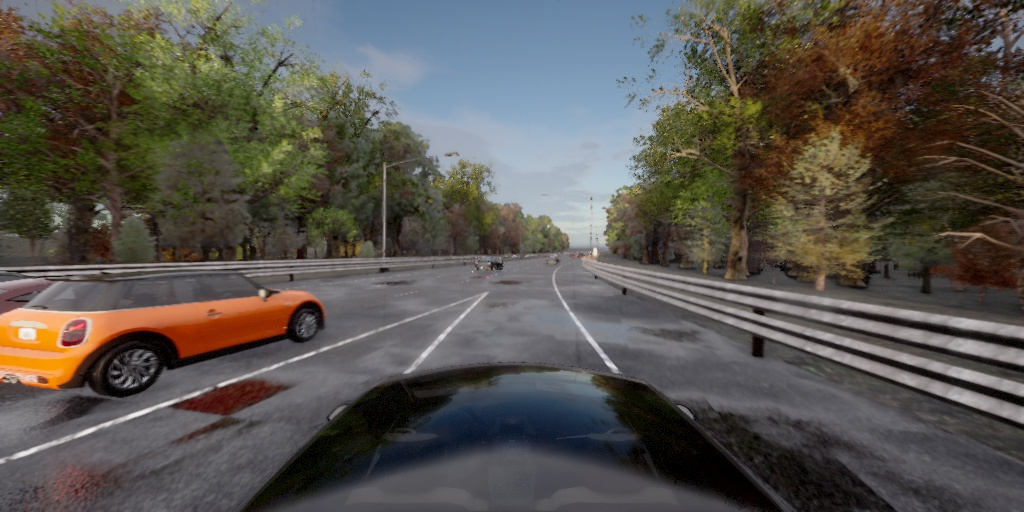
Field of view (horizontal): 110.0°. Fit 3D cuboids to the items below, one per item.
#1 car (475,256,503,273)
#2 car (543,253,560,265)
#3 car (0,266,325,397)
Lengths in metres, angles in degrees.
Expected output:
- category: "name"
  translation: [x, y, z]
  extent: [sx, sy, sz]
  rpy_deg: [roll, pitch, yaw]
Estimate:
- category: "car"
  translation: [-2.234, 0.858, 35.889]
  extent: [2.128, 1.511, 4.902]
  rpy_deg: [1, 1, 14]
- category: "car"
  translation: [6.437, 0.667, 56.409]
  extent: [2.128, 1.511, 4.902]
  rpy_deg: [1, 1, 14]
- category: "car"
  translation: [-5.826, 1.020, 6.752]
  extent: [2.097, 1.767, 4.553]
  rpy_deg: [0, 1, 14]
